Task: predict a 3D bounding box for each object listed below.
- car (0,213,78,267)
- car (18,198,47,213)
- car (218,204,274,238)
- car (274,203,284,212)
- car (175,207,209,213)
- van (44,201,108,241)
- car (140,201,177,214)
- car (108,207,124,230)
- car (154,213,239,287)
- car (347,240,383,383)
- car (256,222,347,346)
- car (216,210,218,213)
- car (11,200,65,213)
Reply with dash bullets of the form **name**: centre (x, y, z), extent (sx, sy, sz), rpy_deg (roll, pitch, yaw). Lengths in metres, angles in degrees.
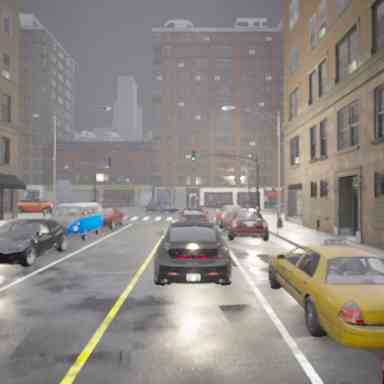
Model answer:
- **car**: centre (-5.852, 1.653, 11.799), extent (1.947, 1.339, 4.313), rpy_deg (1, 0, 0)
- **car**: centre (-16.389, 1.453, 35.665), extent (4.553, 1.767, 2.097), rpy_deg (0, -1, 0)
- **car**: centre (2.674, 1.568, 17.282), extent (1.967, 1.590, 4.097), rpy_deg (1, 0, 0)
- **car**: centre (13.455, 1.855, 45.429), extent (4.553, 1.767, 2.097), rpy_deg (0, -1, 0)
- **car**: centre (0.096, 1.682, 21.070), extent (1.812, 1.442, 4.674), rpy_deg (0, 0, 0)
- **van**: centre (-5.850, 1.469, 17.283), extent (1.690, 1.788, 3.998), rpy_deg (1, 0, 0)
- **car**: centre (-3.949, 1.800, 39.135), extent (2.033, 1.411, 5.357), rpy_deg (2, -1, -42)
- **car**: centre (-5.853, 1.714, 22.764), extent (1.887, 1.381, 4.507), rpy_deg (1, 0, 0)
- **car**: centre (0.018, 1.576, 9.524), extent (1.837, 1.490, 4.892), rpy_deg (0, 0, 0)
- **car**: centre (2.678, 1.322, 0.835), extent (2.192, 1.841, 5.009), rpy_deg (1, 0, 0)
- **car**: centre (2.675, 1.573, 6.487), extent (1.752, 1.417, 4.829), rpy_deg (1, 0, 0)
- **car**: centre (2.673, 1.610, 22.765), extent (1.967, 1.590, 4.097), rpy_deg (1, 0, 0)
- **car**: centre (-17.985, 1.694, 38.920), extent (5.357, 1.411, 2.033), rpy_deg (0, -1, 0)
